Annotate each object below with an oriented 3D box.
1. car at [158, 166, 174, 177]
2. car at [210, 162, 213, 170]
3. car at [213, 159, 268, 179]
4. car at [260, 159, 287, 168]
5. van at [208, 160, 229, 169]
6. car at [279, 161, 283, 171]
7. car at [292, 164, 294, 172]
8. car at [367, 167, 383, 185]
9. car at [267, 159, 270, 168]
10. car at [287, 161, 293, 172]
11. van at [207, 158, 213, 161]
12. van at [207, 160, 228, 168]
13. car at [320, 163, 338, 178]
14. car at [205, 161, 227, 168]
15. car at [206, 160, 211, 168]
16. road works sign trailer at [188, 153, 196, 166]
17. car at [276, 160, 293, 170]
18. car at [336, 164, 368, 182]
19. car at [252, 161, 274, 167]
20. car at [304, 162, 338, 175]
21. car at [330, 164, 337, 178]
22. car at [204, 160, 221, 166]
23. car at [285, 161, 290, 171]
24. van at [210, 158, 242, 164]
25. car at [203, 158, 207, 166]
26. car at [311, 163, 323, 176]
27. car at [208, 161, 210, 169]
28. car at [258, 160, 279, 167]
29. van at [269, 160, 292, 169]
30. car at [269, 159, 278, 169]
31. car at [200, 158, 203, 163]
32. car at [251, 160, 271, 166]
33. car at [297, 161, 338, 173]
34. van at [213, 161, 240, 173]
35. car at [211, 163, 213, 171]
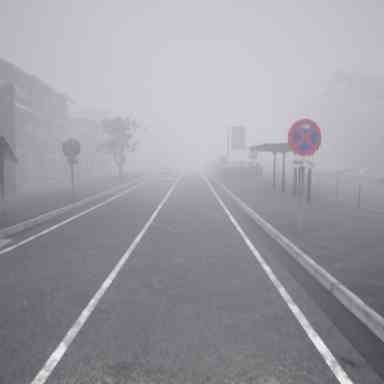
[{"bbox_3d":[-3.338,-2.771,44.515,2.033,1.411,5.357,0,6,0],"label":"car"},{"bbox_3d":[5.716,-3.490,50.917,5.008,1.535,2.097,0,6,0],"label":"car"},{"bbox_3d":[5.708,-2.596,39.736,5.566,2.045,2.435,0,6,0],"label":"car"},{"bbox_3d":[18.796,-6.500,76.505,5.566,2.045,2.435,0,6,0],"label":"car"},{"bbox_3d":[5.808,-6.101,73.200,4.442,1.987,1.878,0,6,0],"label":"van"},{"bbox_3d":[18.760,-4.410,59.973,4.792,1.488,2.163,0,6,0],"label":"car"},{"bbox_3d":[18.794,-3.577,51.687,4.892,1.521,2.231,0,6,0],"label":"car"},{"bbox_3d":[18.801,-1.283,29.602,4.792,1.488,2.163,0,6,0],"label":"car"},{"bbox_3d":[18.807,-5.585,68.229,5.566,2.045,2.435,0,6,0],"label":"car"},{"bbox_3d":[18.791,-3.864,54.450,5.008,1.535,2.097,0,6,0],"label":"car"},{"bbox_3d":[5.816,-5.485,67.630,4.442,1.987,1.878,0,6,0],"label":"van"},{"bbox_3d":[5.805,-6.409,75.987,4.442,1.987,1.878,0,6,0],"label":"van"},{"bbox_3d":[18.821,-2.444,40.643,4.892,1.521,2.231,0,6,0],"label":"car"},{"bbox_3d":[5.678,-6.491,78.798,4.892,1.521,2.231,0,6,0],"label":"car"},{"bbox_3d":[5.709,-4.958,64.863,4.892,1.521,2.231,0,6,0],"label":"car"},{"bbox_3d":[-0.004,-9.125,92.736,2.380,3.560,2.880,0,6,0],"label":"road works sign trailer"},{"bbox_3d":[18.814,-4.708,62.740,4.792,1.488,2.163,0,6,0],"label":"car"},{"bbox_3d":[18.637,-1.881,35.121,5.366,1.575,1.946,0,6,0],"label":"car"},{"bbox_3d":[18.567,-7.473,87.568,5.366,1.575,1.946,0,6,0],"label":"car"},{"bbox_3d":[18.813,-3.012,46.166,5.008,1.535,2.097,0,6,0],"label":"car"},{"bbox_3d":[18.848,-2.132,37.886,4.792,1.488,2.163,0,6,0],"label":"car"},{"bbox_3d":[5.634,-8.157,92.715,4.553,1.767,2.185,0,6,0],"label":"car"},{"bbox_3d":[18.977,-4.155,57.213,5.366,1.575,1.946,0,6,0],"label":"car"},{"bbox_3d":[5.601,-4.002,53.686,4.442,1.987,1.878,0,6,0],"label":"van"},{"bbox_3d":[5.667,-5.818,70.410,5.566,2.045,2.435,0,6,0],"label":"car"},{"bbox_3d":[18.817,-2.728,43.405,5.008,1.535,2.097,0,6,0],"label":"car"},{"bbox_3d":[5.740,-4.330,59.287,4.792,1.488,2.163,0,6,0],"label":"car"},{"bbox_3d":[18.791,-6.985,82.038,4.553,1.767,2.185,0,6,0],"label":"car"},{"bbox_3d":[18.891,-5.865,70.991,4.442,1.987,1.878,0,6,0],"label":"van"},{"bbox_3d":[18.753,-5.285,65.468,5.566,2.045,2.435,0,6,0],"label":"car"},{"bbox_3d":[5.644,-7.666,87.129,5.566,2.045,2.435,0,6,0],"label":"car"},{"bbox_3d":[18.754,-7.774,90.329,4.892,1.521,2.231,0,6,0],"label":"car"},{"bbox_3d":[18.775,-3.545,48.902,5.566,2.045,2.435,0,6,0],"label":"car"},{"bbox_3d":[5.831,-4.293,56.472,4.442,1.987,1.878,0,6,0],"label":"van"},{"bbox_3d":[5.547,-2.635,42.550,5.366,1.575,1.946,0,6,0],"label":"car"}]
